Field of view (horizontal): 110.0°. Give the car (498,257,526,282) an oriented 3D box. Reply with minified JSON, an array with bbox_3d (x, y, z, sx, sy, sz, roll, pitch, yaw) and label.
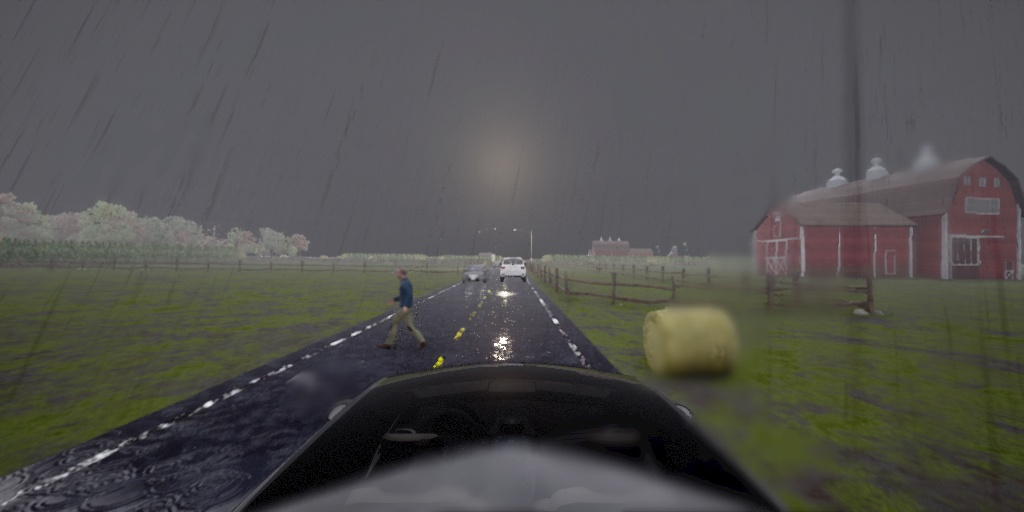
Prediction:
[{"bbox_3d":[0.099,1.155,32.055,2.150,2.045,5.566,0,0,0],"label":"car"}]

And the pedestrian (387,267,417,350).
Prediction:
[{"bbox_3d":[-2.341,1.080,7.680,0.375,1.860,0.375,1,-1,2],"label":"pedestrian"}]

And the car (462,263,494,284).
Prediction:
[{"bbox_3d":[-2.847,1.406,28.814,2.128,1.511,4.902,0,0,0],"label":"car"}]

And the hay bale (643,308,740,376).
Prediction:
[{"bbox_3d":[3.125,1.433,6.378,1.220,1.180,1.240,0,0,0],"label":"hay bale"}]
